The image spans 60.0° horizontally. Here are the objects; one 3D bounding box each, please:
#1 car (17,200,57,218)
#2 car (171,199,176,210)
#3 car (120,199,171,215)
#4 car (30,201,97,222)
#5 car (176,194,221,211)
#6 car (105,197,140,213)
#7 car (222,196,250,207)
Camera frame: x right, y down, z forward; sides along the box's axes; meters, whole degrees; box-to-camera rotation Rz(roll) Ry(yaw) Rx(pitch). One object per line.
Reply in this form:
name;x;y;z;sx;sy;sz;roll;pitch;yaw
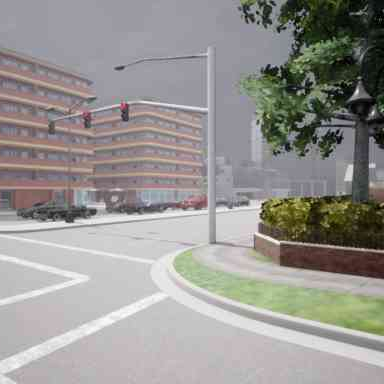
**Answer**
car;-12.673;1.504;29.094;1.837;1.490;4.892;0;0;36
car;-2.048;1.600;43.745;1.895;1.301;4.718;0;0;36
car;-4.670;1.598;34.174;1.895;1.301;4.718;0;0;36
car;-10.065;1.600;26.765;1.895;1.301;4.718;0;0;33
car;0.889;1.221;41.831;2.150;2.045;5.566;0;0;36
car;-7.286;1.351;36.518;2.097;1.767;4.553;0;0;35
car;6.923;1.351;50.109;2.097;1.767;4.553;0;0;36
